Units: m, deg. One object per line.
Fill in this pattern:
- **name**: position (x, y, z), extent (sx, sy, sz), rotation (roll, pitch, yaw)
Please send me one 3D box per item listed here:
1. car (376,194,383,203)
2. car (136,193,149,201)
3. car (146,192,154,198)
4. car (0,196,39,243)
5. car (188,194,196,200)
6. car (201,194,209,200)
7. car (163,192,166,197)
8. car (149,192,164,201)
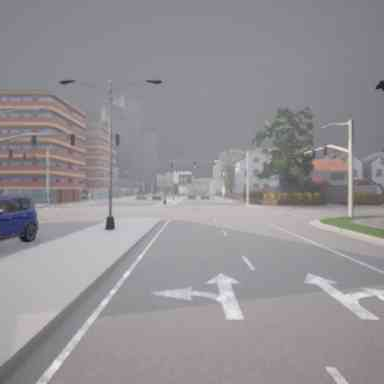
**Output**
- **car**: position (29.930, 0.986, 55.178), extent (1.970, 1.475, 3.806), rotation (0, 0, 0)
- **car**: position (-11.491, 1.256, 75.305), extent (1.837, 1.490, 4.892), rotation (0, 0, 0)
- **car**: position (-11.489, 0.843, 91.042), extent (1.812, 1.442, 4.674), rotation (0, 0, 0)
- **car**: position (-8.051, 1.182, 12.923), extent (2.150, 2.045, 5.566), rotation (0, 0, 1)
- **car**: position (0.010, 1.242, 86.069), extent (1.812, 1.442, 4.674), rotation (0, 0, 0)
- **car**: position (3.510, 1.259, 85.652), extent (2.033, 1.411, 5.357), rotation (0, 0, 0)
- **car**: position (-7.989, 0.843, 91.041), extent (1.812, 1.442, 4.674), rotation (0, 0, 0)
- **car**: position (-7.991, 1.351, 75.274), extent (1.895, 1.301, 4.718), rotation (0, 0, 0)
